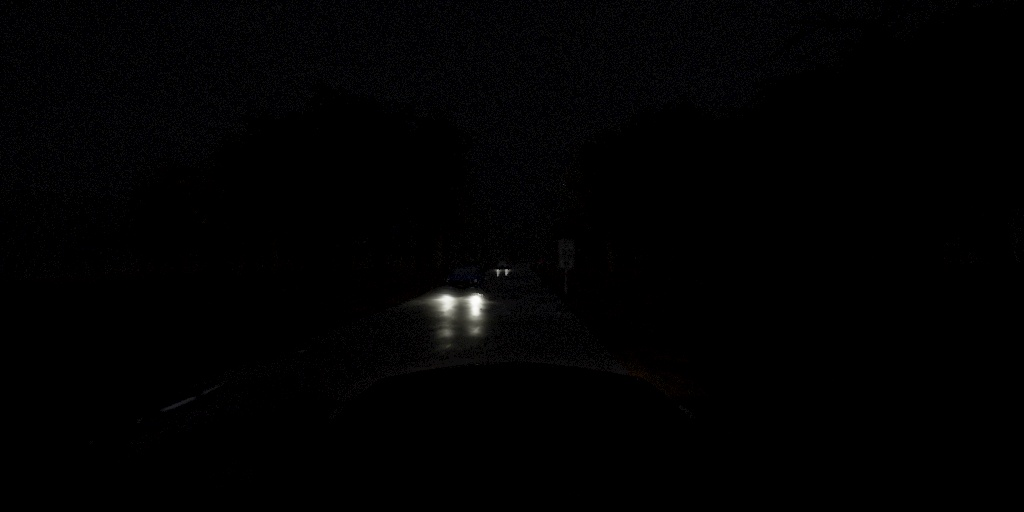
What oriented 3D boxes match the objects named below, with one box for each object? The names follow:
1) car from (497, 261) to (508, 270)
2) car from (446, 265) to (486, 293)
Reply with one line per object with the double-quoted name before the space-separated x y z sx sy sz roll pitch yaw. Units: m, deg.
"car" -1.676 1.637 63.650 1.812 1.442 4.674 0 0 2
"car" -2.706 1.313 21.798 1.882 1.535 5.008 0 0 1
